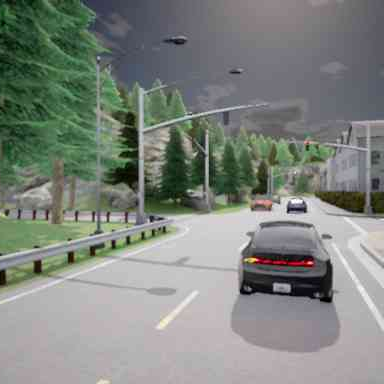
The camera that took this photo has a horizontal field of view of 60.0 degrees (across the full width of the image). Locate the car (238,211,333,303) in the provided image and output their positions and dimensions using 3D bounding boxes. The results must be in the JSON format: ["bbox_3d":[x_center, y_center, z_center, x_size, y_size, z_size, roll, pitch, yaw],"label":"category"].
[{"bbox_3d":[2.353,1.462,8.272,1.837,1.490,4.892,0,0,18],"label":"car"}]

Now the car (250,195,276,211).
[{"bbox_3d":[7.769,1.169,36.911,2.097,1.767,4.553,0,0,18],"label":"car"}]

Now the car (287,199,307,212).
[{"bbox_3d":[11.154,1.384,35.334,1.994,1.385,4.181,0,0,18],"label":"car"}]

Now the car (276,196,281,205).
[{"bbox_3d":[13.270,1.295,53.665,1.994,1.385,4.181,0,0,18],"label":"car"}]
